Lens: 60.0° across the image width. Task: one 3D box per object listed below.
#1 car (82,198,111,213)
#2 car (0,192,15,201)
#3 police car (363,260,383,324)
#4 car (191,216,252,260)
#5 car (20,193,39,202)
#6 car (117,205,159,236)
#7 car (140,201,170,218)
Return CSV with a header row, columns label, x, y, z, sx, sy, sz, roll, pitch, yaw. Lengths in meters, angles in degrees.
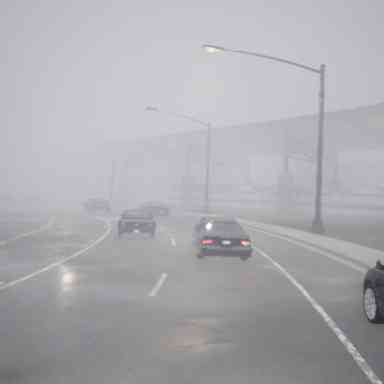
label,x,y,z,sx,sy,sz,roll,pitch,yaw
car,-10.218,1.410,35.428,1.837,1.490,4.892,3,-1,-35
car,-32.144,0.802,57.176,4.902,1.511,2.128,2,-1,43
police car,4.008,1.595,4.528,1.930,1.638,5.238,2,0,8
car,1.012,1.677,13.142,2.033,1.411,5.357,2,0,-2
car,-28.547,0.970,58.616,4.674,1.442,1.812,2,-1,43
car,-3.045,1.630,18.458,1.895,1.301,4.718,2,0,-9
car,-3.651,1.577,31.148,1.882,1.535,5.008,2,-1,-25
